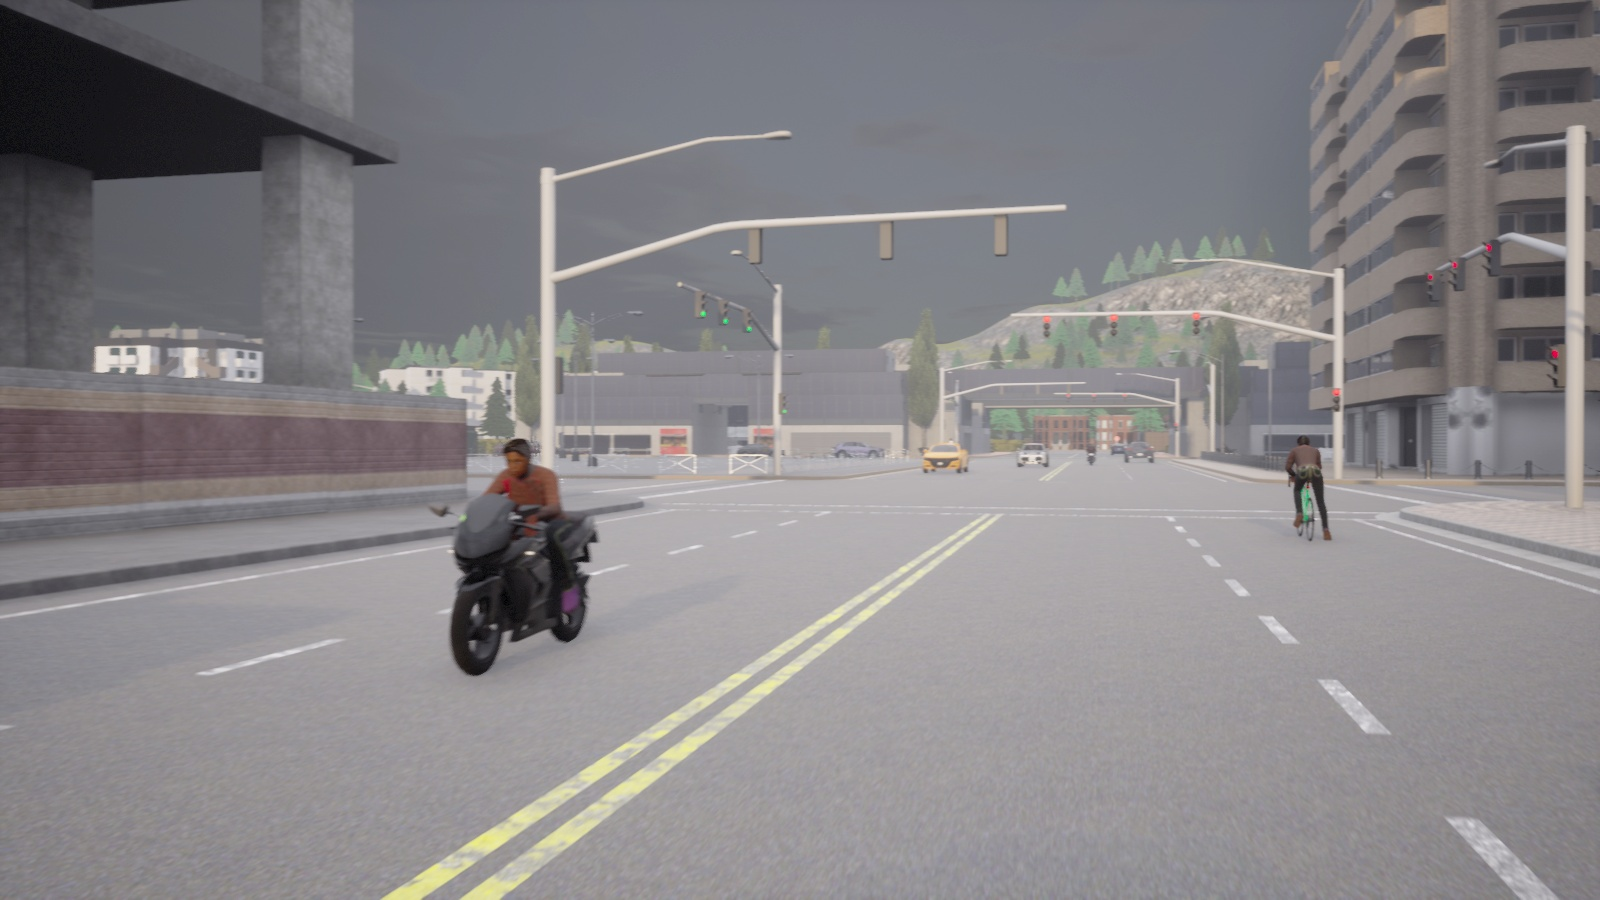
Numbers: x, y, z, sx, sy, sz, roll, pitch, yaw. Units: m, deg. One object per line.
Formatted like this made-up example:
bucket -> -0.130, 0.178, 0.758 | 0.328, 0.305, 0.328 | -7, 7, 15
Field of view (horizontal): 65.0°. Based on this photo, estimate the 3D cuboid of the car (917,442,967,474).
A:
car -> 7.136, 0.389, 62.766 | 1.882, 1.535, 5.008 | 0, 0, 13

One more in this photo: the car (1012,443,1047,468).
car -> 14.310, 0.312, 78.101 | 1.970, 1.475, 3.806 | 0, 0, 13

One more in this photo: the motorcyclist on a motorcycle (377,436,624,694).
motorcyclist on a motorcycle -> -1.940, 0.674, 8.501 | 0.797, 1.523, 2.044 | 0, 0, 13

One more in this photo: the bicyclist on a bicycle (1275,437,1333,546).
bicyclist on a bicycle -> 7.830, 0.611, 19.558 | 0.582, 1.620, 1.656 | 0, 0, 13
